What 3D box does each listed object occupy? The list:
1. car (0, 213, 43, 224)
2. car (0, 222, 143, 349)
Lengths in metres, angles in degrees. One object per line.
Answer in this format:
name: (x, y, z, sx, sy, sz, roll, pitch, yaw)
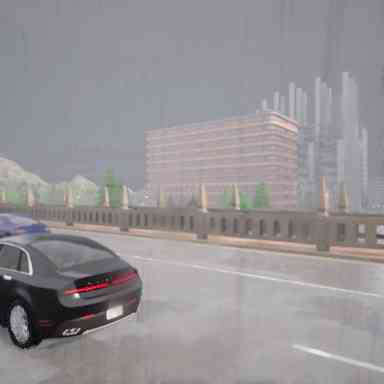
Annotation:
car: (-7.916, 1.654, 14.384, 4.674, 1.442, 1.812, 0, -1, 37)
car: (-3.097, 1.562, 6.405, 4.892, 1.490, 1.837, 0, 0, 37)
